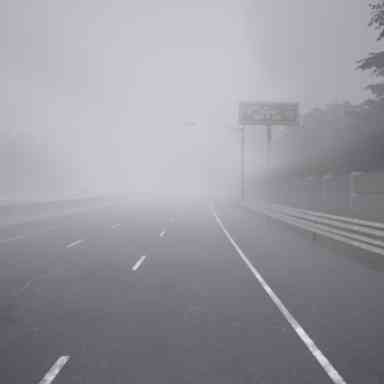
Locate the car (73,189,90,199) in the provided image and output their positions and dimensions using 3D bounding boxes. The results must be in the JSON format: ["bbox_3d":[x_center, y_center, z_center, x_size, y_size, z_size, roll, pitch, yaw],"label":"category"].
[{"bbox_3d":[-22.508,0.381,68.519,2.150,2.045,5.566,0,2,3],"label":"car"}]

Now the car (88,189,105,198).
[{"bbox_3d":[-19.013,0.685,68.339,2.128,1.511,4.902,0,2,3],"label":"car"}]

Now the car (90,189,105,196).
[{"bbox_3d":[-21.972,0.023,77.258,1.812,1.442,4.674,0,2,4],"label":"car"}]

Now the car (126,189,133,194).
[{"bbox_3d":[-14.986,0.006,76.802,1.837,1.490,4.892,0,2,4],"label":"car"}]

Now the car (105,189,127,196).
[{"bbox_3d":[-15.520,0.704,68.121,2.033,1.411,5.357,0,2,3],"label":"car"}]
